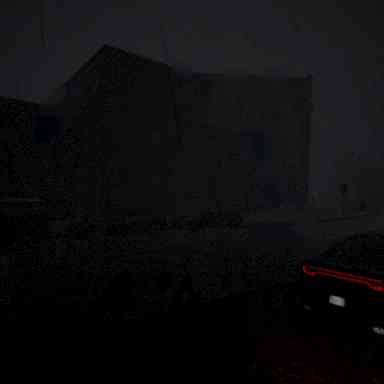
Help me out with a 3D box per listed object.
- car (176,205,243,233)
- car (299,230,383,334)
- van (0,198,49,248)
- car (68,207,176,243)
[{"bbox_3d":[0.943,1.487,19.399,4.674,1.452,2.002,0,-2,-36],"label":"car"},{"bbox_3d":[4.185,1.468,6.424,5.008,1.535,1.882,0,0,-36],"label":"car"},{"bbox_3d":[-8.075,1.233,12.912,4.442,1.987,1.878,0,0,-36],"label":"van"},{"bbox_3d":[-3.514,1.482,16.183,4.792,1.488,2.163,0,0,-36],"label":"car"}]
